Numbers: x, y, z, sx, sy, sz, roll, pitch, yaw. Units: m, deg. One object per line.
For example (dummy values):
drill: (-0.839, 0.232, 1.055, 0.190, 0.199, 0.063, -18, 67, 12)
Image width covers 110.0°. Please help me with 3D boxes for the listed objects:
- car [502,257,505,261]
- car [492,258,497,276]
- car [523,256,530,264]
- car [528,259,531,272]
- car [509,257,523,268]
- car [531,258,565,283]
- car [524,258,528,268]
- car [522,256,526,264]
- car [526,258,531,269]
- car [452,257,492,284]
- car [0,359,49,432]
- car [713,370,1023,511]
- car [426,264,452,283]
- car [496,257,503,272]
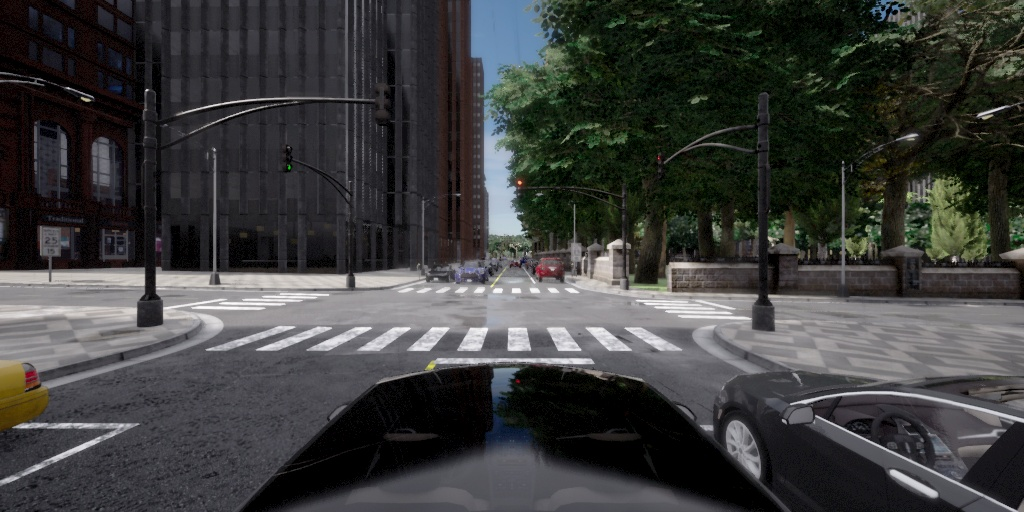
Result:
car: (-2.608, 1.356, 58.152, 1.994, 1.385, 4.181, 0, 0, 1)
car: (-2.824, 1.274, 36.984, 1.837, 1.490, 4.892, 0, 0, 1)
car: (3.186, 1.230, 55.670, 1.967, 1.591, 4.097, 0, 0, 0)
car: (3.057, 1.337, 39.301, 1.948, 1.339, 4.313, 0, 0, 0)
car: (0.554, 1.322, 61.261, 1.812, 1.442, 4.674, 0, 0, 0)
car: (2.971, 1.075, 28.389, 2.192, 1.841, 5.009, 0, 0, 0)
car: (3.143, 1.334, 50.214, 2.007, 1.370, 4.403, 0, 0, 0)
car: (3.229, 1.236, 61.126, 1.967, 1.591, 4.097, 0, 0, 0)
car: (3.100, 1.328, 44.757, 2.007, 1.370, 4.403, 0, 0, 0)
car: (-2.904, 1.111, 26.850, 2.097, 1.767, 4.553, 0, 0, 0)
car: (-5.766, 1.275, 1.613, 1.751, 1.417, 4.829, 0, 0, 0)
car: (2.760, 1.300, 1.725, 2.007, 1.370, 4.403, 0, 0, 0)
car: (-5.554, 1.326, 28.447, 1.948, 1.339, 4.313, 0, 0, 0)
car: (-2.735, 1.272, 47.372, 2.128, 1.511, 4.902, 0, 0, 0)
